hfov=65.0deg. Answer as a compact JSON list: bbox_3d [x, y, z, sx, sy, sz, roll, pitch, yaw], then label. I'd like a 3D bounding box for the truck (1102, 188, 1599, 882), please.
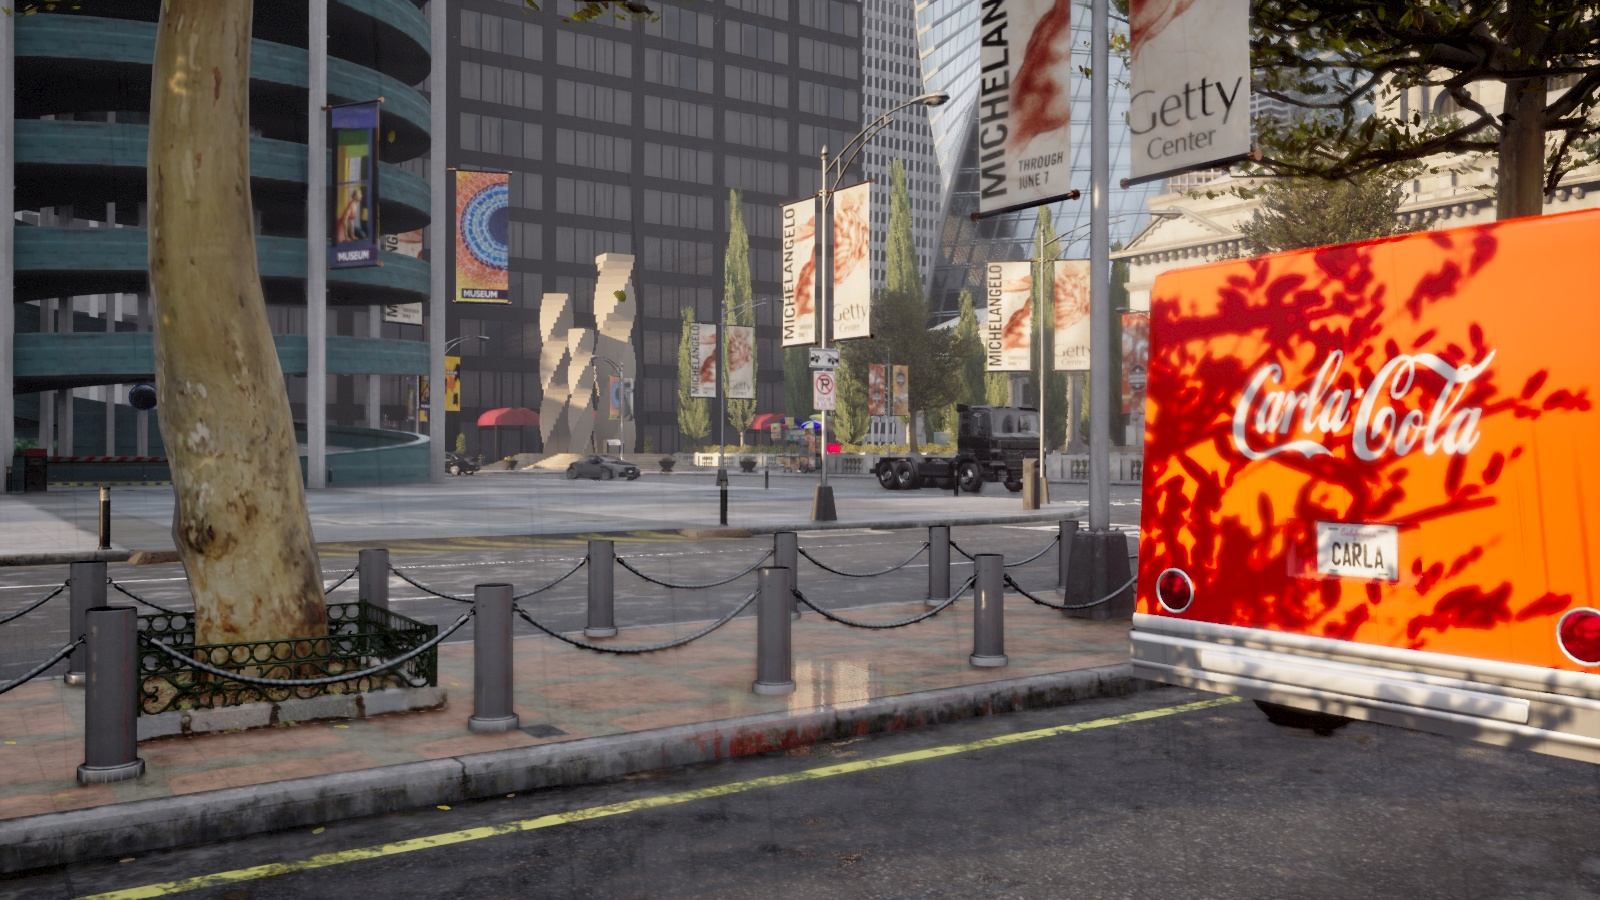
[{"bbox_3d":[4.421,0.275,6.739,5.204,2.467,2.627,-1,0,-35],"label":"truck"}]

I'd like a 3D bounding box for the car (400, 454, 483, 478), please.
[{"bbox_3d":[-22.910,0.995,80.290,4.892,1.490,1.837,0,0,14],"label":"car"}]

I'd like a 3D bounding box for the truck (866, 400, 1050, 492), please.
[{"bbox_3d":[6.281,-0.125,51.367,2.891,3.462,7.936,0,0,-35],"label":"truck"}]

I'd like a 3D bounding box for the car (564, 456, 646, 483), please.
[{"bbox_3d":[-10.367,0.994,66.673,4.181,1.385,1.994,0,0,37],"label":"car"}]
